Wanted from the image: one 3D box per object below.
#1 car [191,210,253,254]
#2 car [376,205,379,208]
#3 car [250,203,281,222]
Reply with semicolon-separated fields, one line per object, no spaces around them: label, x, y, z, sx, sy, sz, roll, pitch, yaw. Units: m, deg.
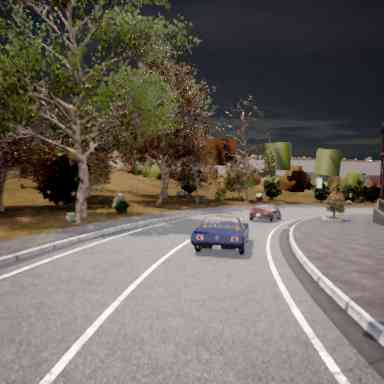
car;1.320;1.617;13.533;1.895;1.301;4.718;1;0;12
car;37.506;2.781;64.040;5.357;1.411;2.033;3;3;-38
car;6.051;1.621;27.325;1.812;1.442;4.674;3;1;26
